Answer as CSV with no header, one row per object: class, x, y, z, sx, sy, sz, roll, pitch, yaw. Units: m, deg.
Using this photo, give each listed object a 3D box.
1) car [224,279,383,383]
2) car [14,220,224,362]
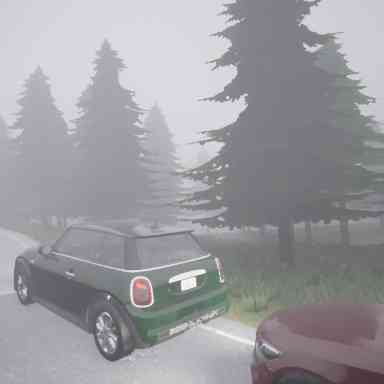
car,2.753,1.531,2.594,4.674,1.442,1.812,1,0,36
car,-1.577,1.308,6.213,4.553,1.767,2.097,1,1,44
